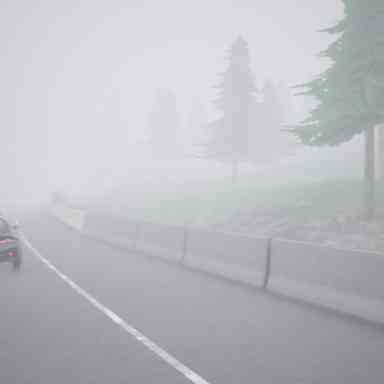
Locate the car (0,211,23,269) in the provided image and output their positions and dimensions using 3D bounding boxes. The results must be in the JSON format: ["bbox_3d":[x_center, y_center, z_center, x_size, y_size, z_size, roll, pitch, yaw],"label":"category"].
[{"bbox_3d":[-6.757,1.599,10.879,2.128,1.511,4.902,0,0,-32],"label":"car"}]
